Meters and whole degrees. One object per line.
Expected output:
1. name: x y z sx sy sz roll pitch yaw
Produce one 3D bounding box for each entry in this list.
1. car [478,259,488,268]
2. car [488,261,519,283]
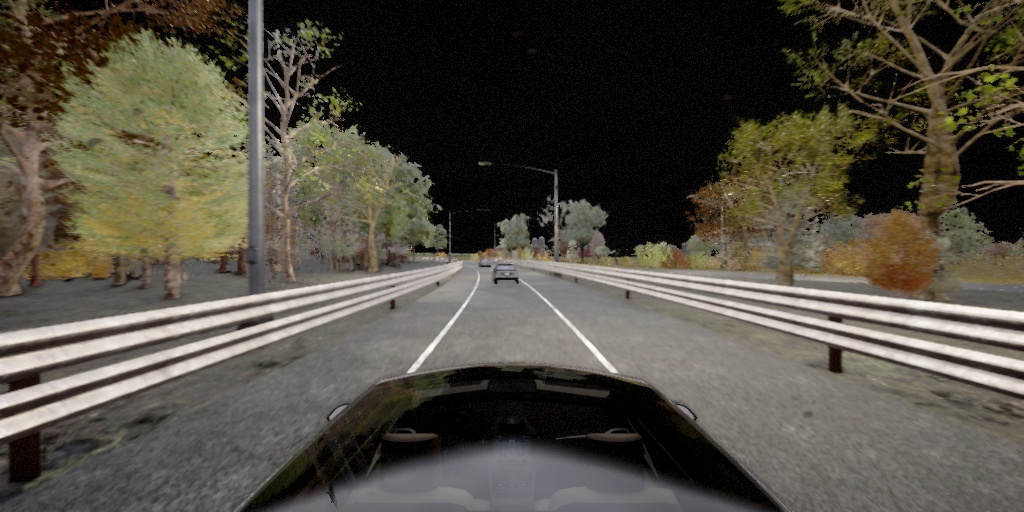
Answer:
1. car: -4.870 1.288 62.510 1.994 1.385 4.181 0 0 -10
2. car: -0.576 1.302 27.612 2.033 1.411 5.357 0 0 -5
